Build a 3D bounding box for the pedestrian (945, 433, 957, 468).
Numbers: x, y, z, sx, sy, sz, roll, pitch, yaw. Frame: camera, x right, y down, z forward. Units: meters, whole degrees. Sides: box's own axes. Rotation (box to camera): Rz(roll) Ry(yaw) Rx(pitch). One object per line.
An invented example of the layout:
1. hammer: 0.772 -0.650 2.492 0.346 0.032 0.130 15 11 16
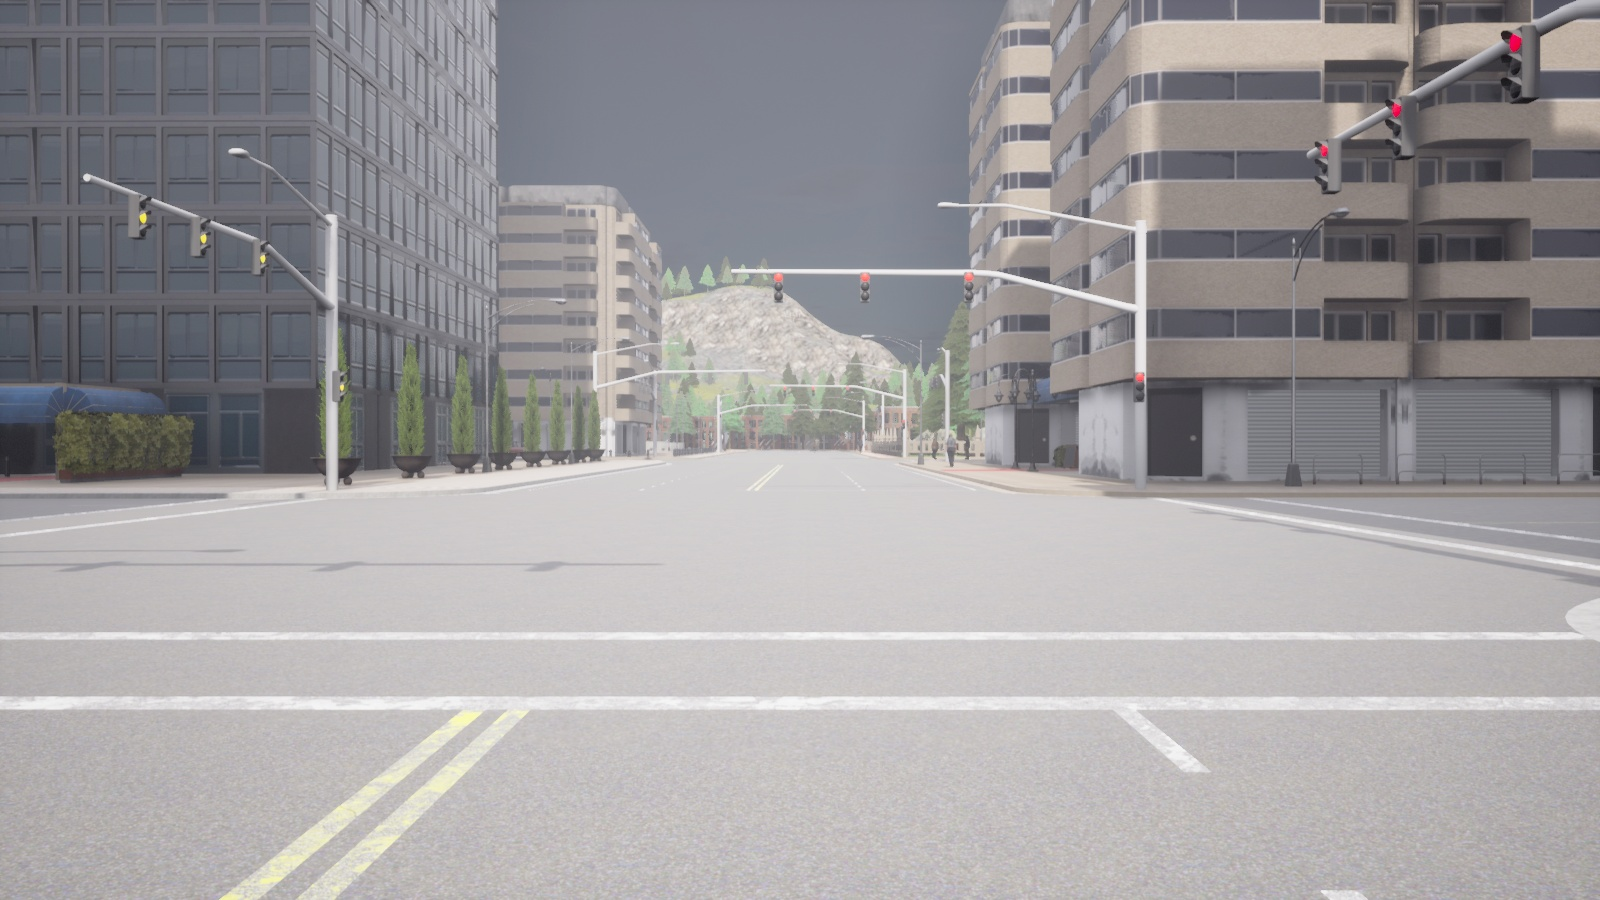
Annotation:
1. pedestrian: 8.068 0.016 67.094 0.540 1.848 0.694 0 0 1
